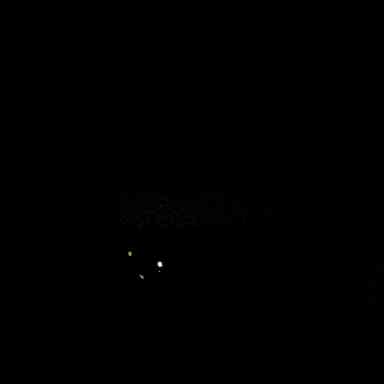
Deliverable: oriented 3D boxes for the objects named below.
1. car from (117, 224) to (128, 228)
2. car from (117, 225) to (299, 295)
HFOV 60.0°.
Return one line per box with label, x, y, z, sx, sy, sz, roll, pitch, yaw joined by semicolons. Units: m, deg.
car;-4.096;1.487;9.686;4.902;1.511;2.128;0;0;-36
car;0.635;1.588;8.811;4.718;1.301;1.895;0;0;-36
